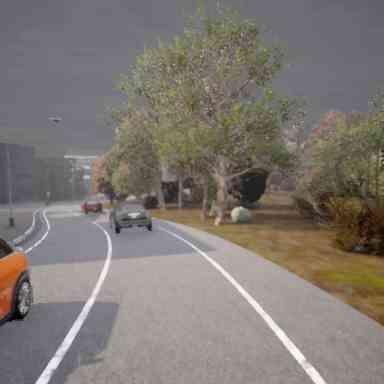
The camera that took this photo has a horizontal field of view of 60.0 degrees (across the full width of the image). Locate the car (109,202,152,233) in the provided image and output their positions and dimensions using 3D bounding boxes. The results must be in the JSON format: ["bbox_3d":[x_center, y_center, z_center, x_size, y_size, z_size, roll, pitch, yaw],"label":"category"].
[{"bbox_3d":[-3.882,1.384,20.403,2.097,1.767,4.553,-2,0,-19],"label":"car"}]

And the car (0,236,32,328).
[{"bbox_3d":[-3.834,1.389,4.220,2.097,1.767,4.553,-1,0,-6],"label":"car"}]

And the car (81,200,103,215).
[{"bbox_3d":[-11.692,1.723,38.706,1.882,1.535,5.008,-3,0,-25],"label":"car"}]
